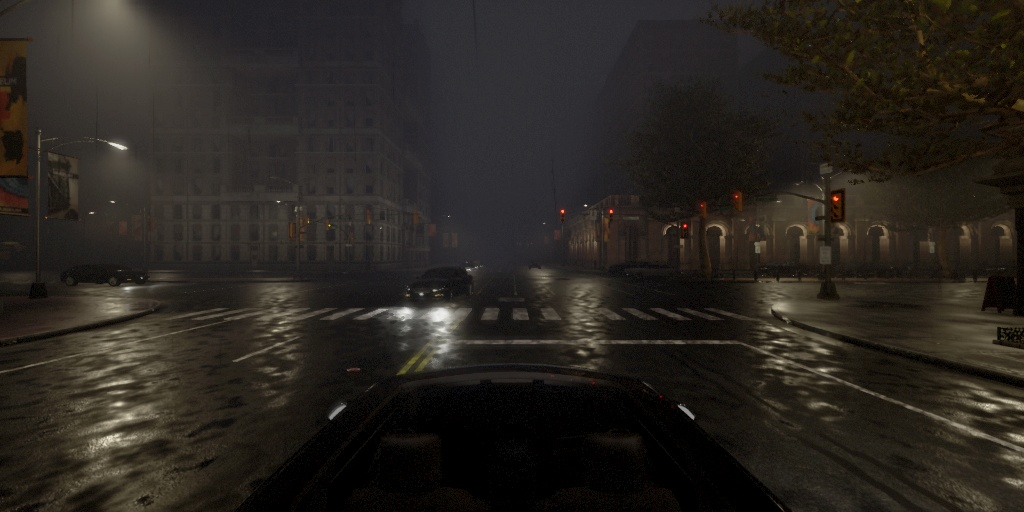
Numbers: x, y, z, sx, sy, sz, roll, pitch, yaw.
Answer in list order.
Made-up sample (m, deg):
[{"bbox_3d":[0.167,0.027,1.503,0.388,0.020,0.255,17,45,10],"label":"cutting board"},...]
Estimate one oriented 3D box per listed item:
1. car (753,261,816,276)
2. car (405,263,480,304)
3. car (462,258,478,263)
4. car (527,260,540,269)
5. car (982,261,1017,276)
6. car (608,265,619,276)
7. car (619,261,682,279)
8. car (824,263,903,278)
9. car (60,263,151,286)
[{"bbox_3d":[26.841,1.241,35.911,4.902,1.511,2.128,0,0,0],"label":"car"},{"bbox_3d":[-3.157,1.255,16.479,1.837,1.490,4.892,-1,0,10],"label":"car"},{"bbox_3d":[-7.152,1.314,58.088,1.994,1.385,4.181,0,0,0],"label":"car"},{"bbox_3d":[3.484,1.297,56.847,2.033,1.411,5.357,0,0,0],"label":"car"},{"bbox_3d":[50.085,1.243,35.776,4.902,1.511,2.128,0,0,1],"label":"car"},{"bbox_3d":[12.413,1.242,36.671,4.902,1.511,2.128,0,0,12],"label":"car"},{"bbox_3d":[12.533,1.351,32.247,4.718,1.301,1.895,0,0,-4],"label":"car"},{"bbox_3d":[31.843,1.297,32.390,5.357,1.411,2.033,0,0,0],"label":"car"},{"bbox_3d":[-27.649,1.255,24.442,4.892,1.490,1.837,0,0,0],"label":"car"}]
